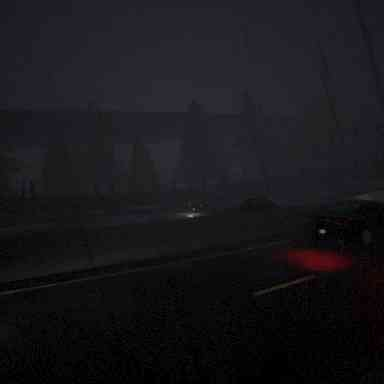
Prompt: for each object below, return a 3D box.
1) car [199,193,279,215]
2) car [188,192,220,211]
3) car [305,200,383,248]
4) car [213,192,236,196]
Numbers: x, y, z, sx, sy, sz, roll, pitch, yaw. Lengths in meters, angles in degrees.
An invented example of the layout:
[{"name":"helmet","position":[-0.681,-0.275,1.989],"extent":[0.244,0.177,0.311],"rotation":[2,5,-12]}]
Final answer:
[{"name":"car","position":[3.006,1.005,19.026],"extent":[4.674,1.442,1.812],"rotation":[-5,3,-36]},{"name":"car","position":[2.284,0.718,27.120],"extent":[5.357,1.411,2.033],"rotation":[-6,3,-35]},{"name":"car","position":[6.387,1.019,12.609],"extent":[5.008,1.535,1.882],"rotation":[-4,3,-35]},{"name":"car","position":[3.935,0.774,23.998],"extent":[4.181,1.385,1.994],"rotation":[-6,3,-35]}]
